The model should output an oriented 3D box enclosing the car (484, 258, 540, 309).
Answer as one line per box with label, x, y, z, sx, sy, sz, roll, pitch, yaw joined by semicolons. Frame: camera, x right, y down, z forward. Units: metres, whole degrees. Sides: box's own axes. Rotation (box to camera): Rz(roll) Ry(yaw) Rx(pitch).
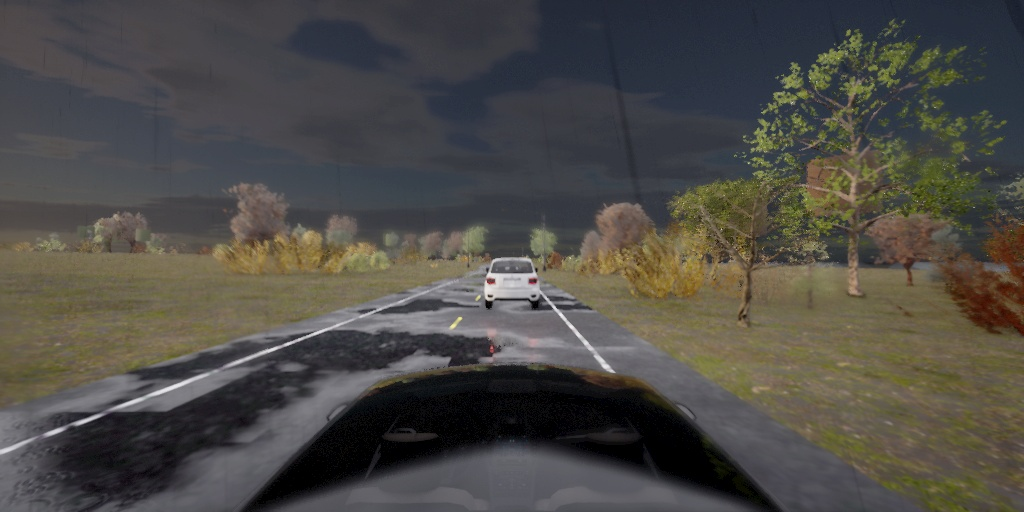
car;0.000;1.108;15.862;2.150;2.045;5.566;0;0;0
